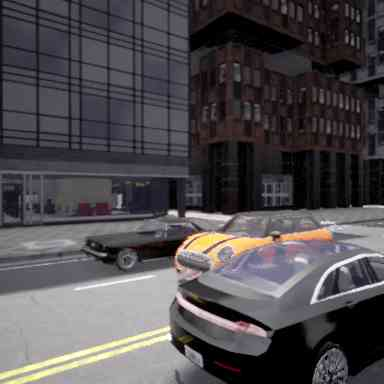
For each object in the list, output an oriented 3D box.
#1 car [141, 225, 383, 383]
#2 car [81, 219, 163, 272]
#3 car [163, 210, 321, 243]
[{"bbox_3d":[1.993,1.473,4.859,4.902,1.511,2.128,0,0,-35],"label":"car"},{"bbox_3d":[-1.062,1.578,10.910,4.718,1.301,1.895,0,0,-35],"label":"car"},{"bbox_3d":[1.785,1.324,8.947,4.553,1.767,2.097,0,0,-35],"label":"car"}]
